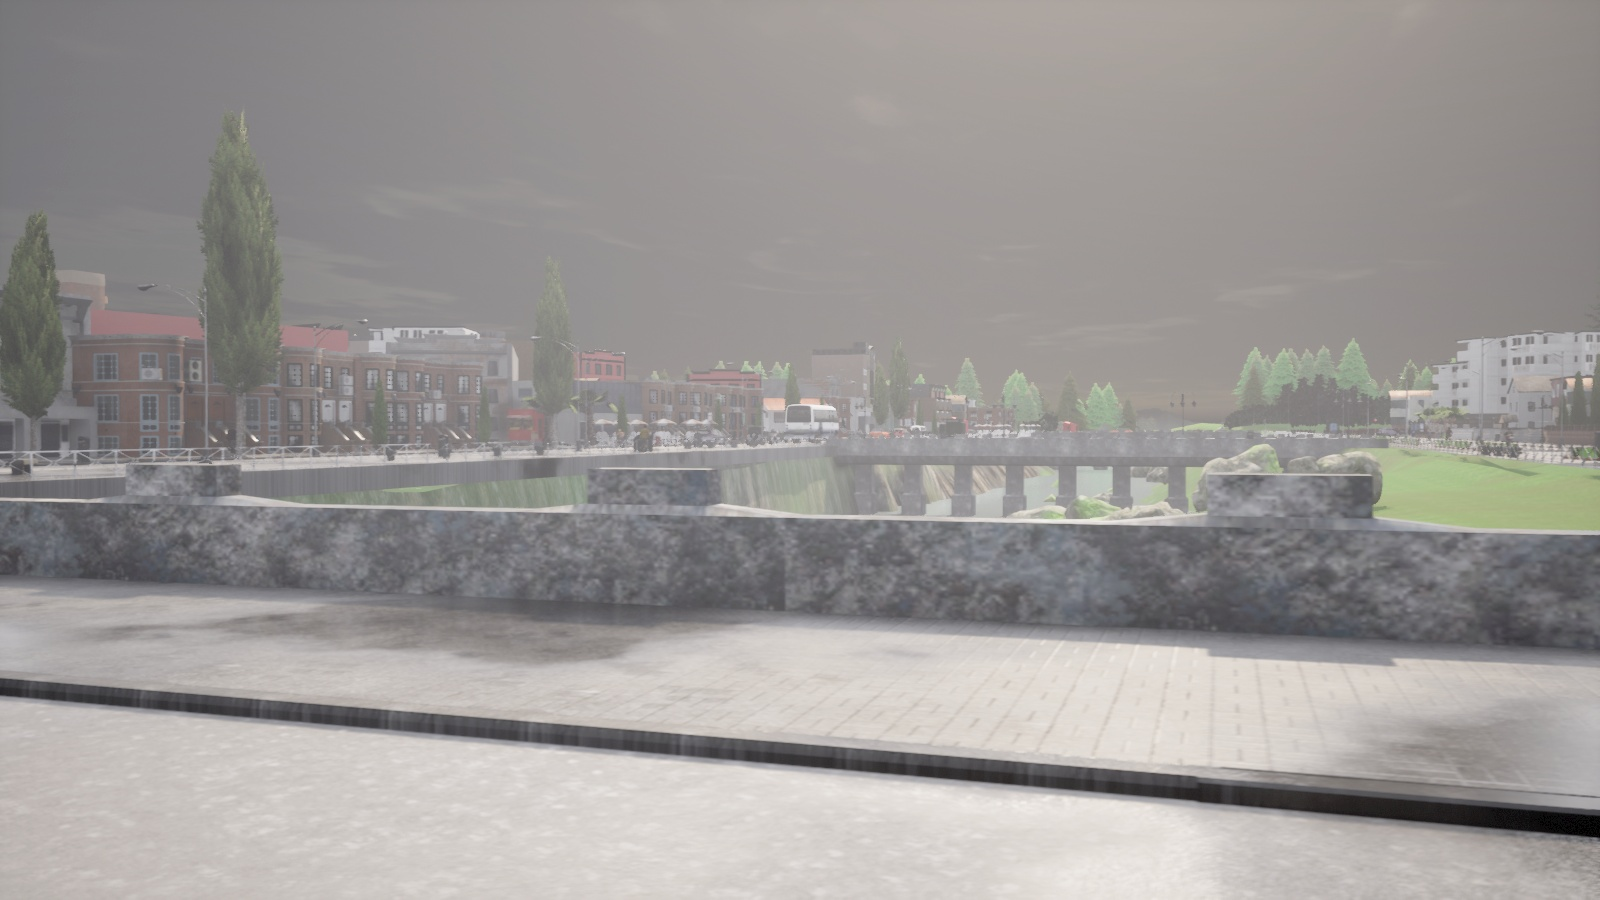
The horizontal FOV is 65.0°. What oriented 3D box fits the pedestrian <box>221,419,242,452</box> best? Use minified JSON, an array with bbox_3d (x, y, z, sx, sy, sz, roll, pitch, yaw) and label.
[{"bbox_3d":[-32.112,-0.827,70.967,0.634,1.844,0.899,1,1,19],"label":"pedestrian"}]
